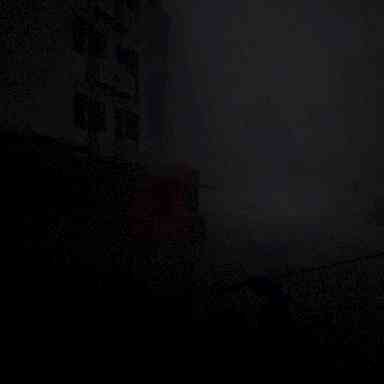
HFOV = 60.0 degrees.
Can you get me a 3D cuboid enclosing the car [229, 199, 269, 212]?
[{"bbox_3d":[6.699,1.546,39.792,2.033,1.411,5.357,0,0,-35],"label":"car"}]
